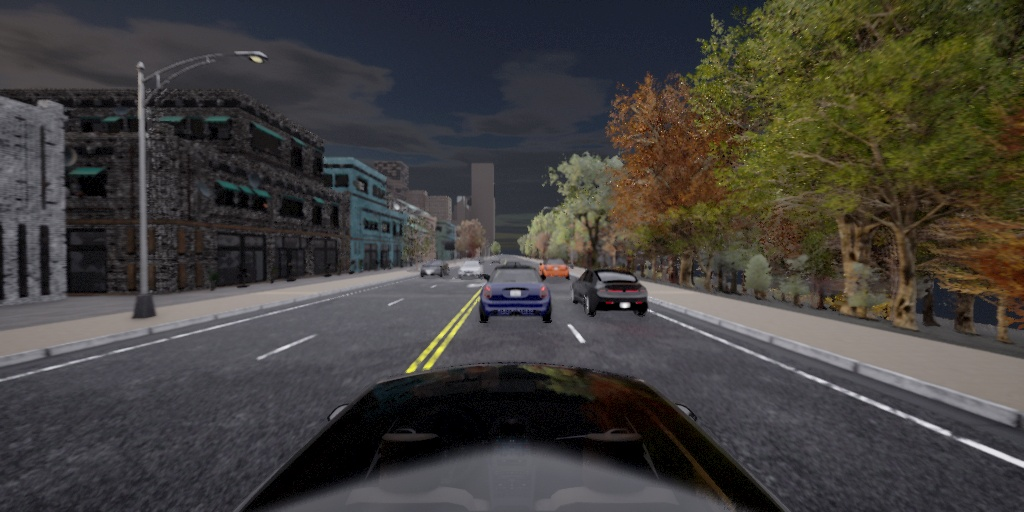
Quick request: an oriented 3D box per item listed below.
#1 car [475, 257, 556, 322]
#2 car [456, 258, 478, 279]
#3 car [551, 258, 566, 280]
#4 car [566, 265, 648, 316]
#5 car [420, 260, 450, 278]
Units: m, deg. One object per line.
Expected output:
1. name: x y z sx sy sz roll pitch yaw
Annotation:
1. car: 0.101 1.049 12.111 2.097 1.767 4.553 0 0 0
2. car: -3.354 1.131 30.108 1.812 1.442 4.674 0 0 0
3. car: 3.352 0.962 29.350 2.097 1.767 4.553 0 0 0
4. car: 3.352 1.197 13.052 1.837 1.490 4.892 0 0 0
5. car: -6.594 1.092 31.051 2.128 1.511 4.902 0 0 0
